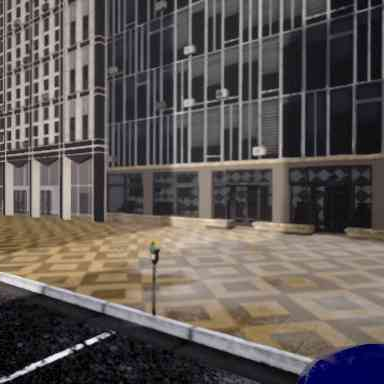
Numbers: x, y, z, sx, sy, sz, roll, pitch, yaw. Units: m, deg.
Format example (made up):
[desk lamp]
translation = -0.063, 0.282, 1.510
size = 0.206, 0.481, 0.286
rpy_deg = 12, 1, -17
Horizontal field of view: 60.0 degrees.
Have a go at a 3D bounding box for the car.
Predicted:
[car]
translation = 2.806, 1.520, 1.448
size = 4.674, 1.442, 1.812
rpy_deg = 0, 0, 35
